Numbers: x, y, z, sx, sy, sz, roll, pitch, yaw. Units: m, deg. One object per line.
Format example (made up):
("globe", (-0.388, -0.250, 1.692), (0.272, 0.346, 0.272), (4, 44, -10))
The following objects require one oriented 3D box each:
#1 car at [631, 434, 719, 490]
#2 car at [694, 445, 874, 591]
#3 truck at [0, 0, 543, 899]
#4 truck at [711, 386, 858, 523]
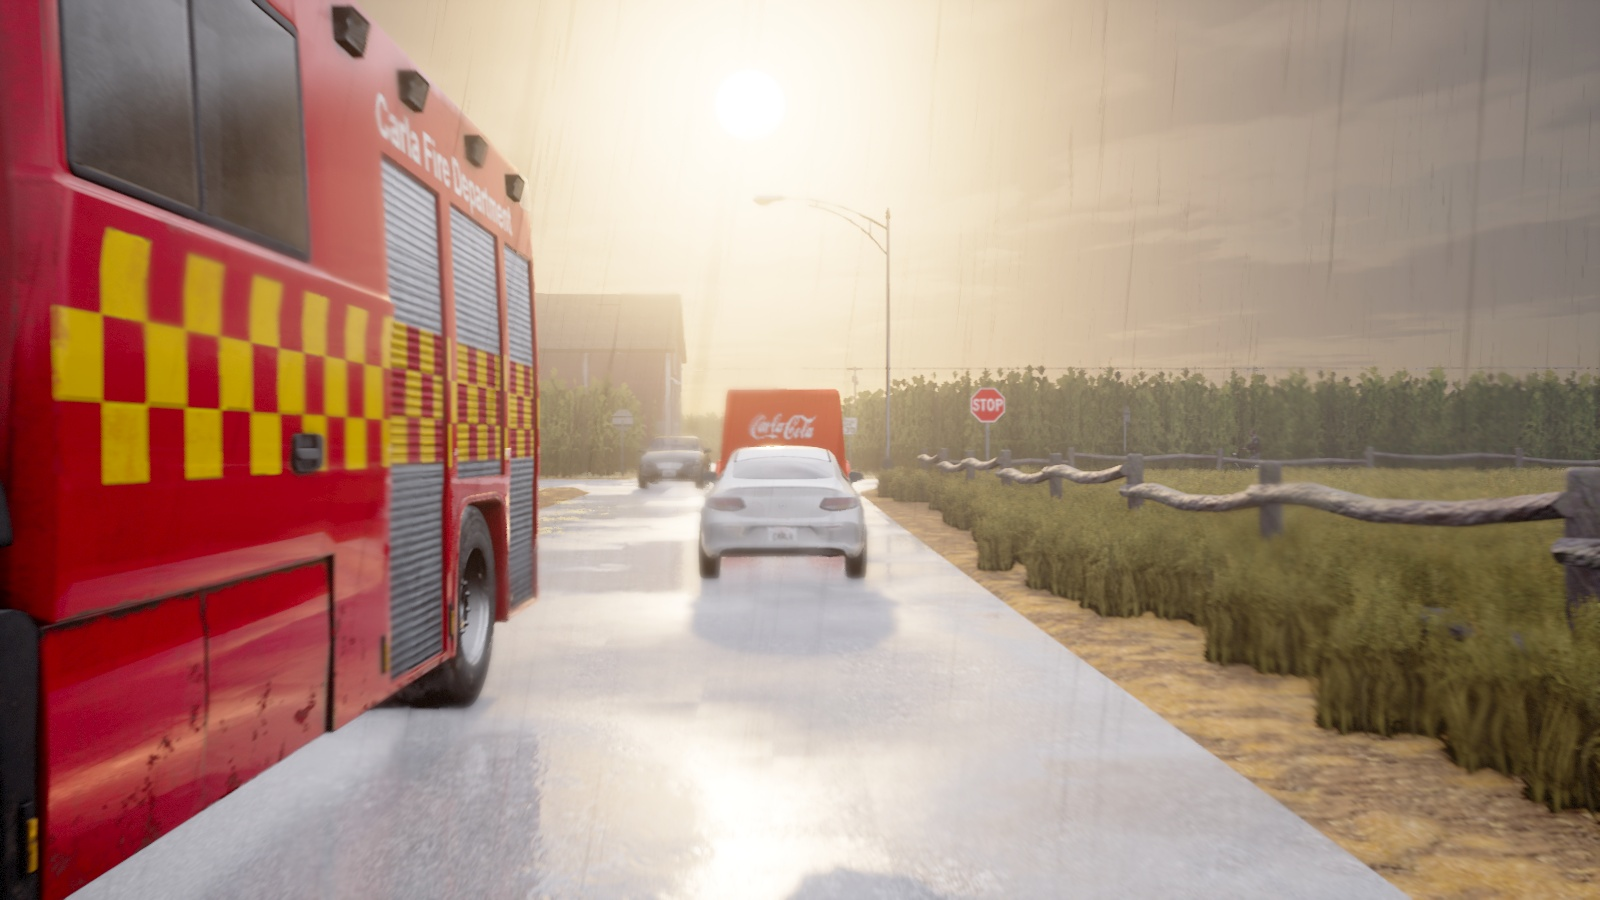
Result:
("car", (-3.570, 0.292, 36.597), (2.128, 1.511, 4.902), (0, 1, -1))
("car", (-0.189, 0.672, 14.939), (1.812, 1.442, 4.674), (0, 1, -1))
("truck", (-3.150, -0.444, 4.338), (2.891, 3.827, 8.468), (0, 0, -1))
("truck", (-0.318, 0.046, 25.114), (2.627, 2.467, 5.204), (0, 1, -1))
